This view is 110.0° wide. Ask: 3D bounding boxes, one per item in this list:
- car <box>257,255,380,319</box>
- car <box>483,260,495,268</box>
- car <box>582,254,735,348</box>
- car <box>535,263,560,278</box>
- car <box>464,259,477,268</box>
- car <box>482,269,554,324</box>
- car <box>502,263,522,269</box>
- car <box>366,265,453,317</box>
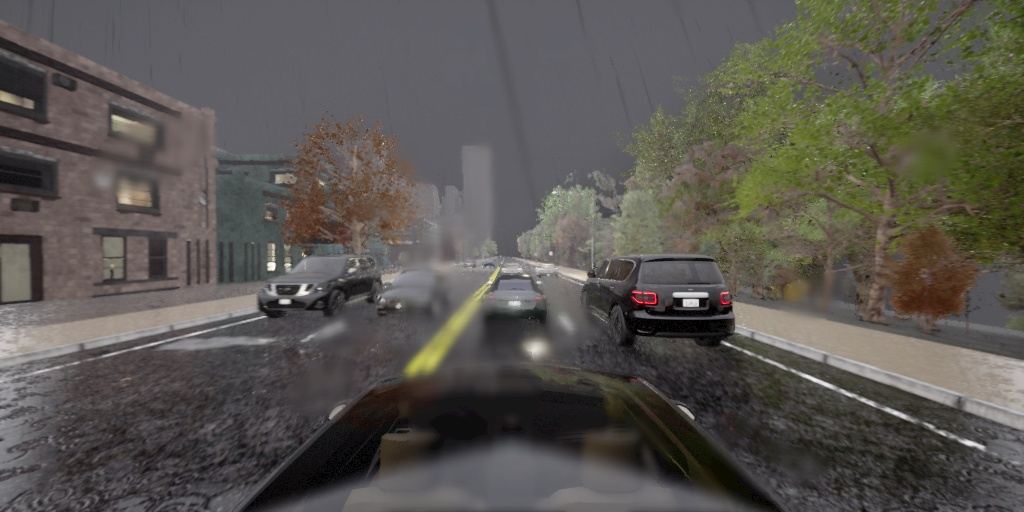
[{"bbox_3d":[-6.599,0.969,13.193,2.150,2.045,5.566,0,0,0],"label":"car"},{"bbox_3d":[-3.844,1.344,61.302,1.895,1.301,4.718,0,0,-1],"label":"car"},{"bbox_3d":[3.351,0.970,9.399,2.150,2.045,5.566,0,0,0],"label":"car"},{"bbox_3d":[3.208,1.346,33.350,1.895,1.301,4.718,0,0,-1],"label":"car"},{"bbox_3d":[-7.093,1.238,61.070,2.128,1.511,4.902,0,0,-1],"label":"car"},{"bbox_3d":[0.103,1.312,11.978,1.994,1.385,4.181,0,0,0],"label":"car"},{"bbox_3d":[-0.043,1.346,33.383,1.895,1.301,4.718,0,0,-1],"label":"car"},{"bbox_3d":[-3.351,1.253,13.138,1.837,1.490,4.892,0,0,0],"label":"car"}]
